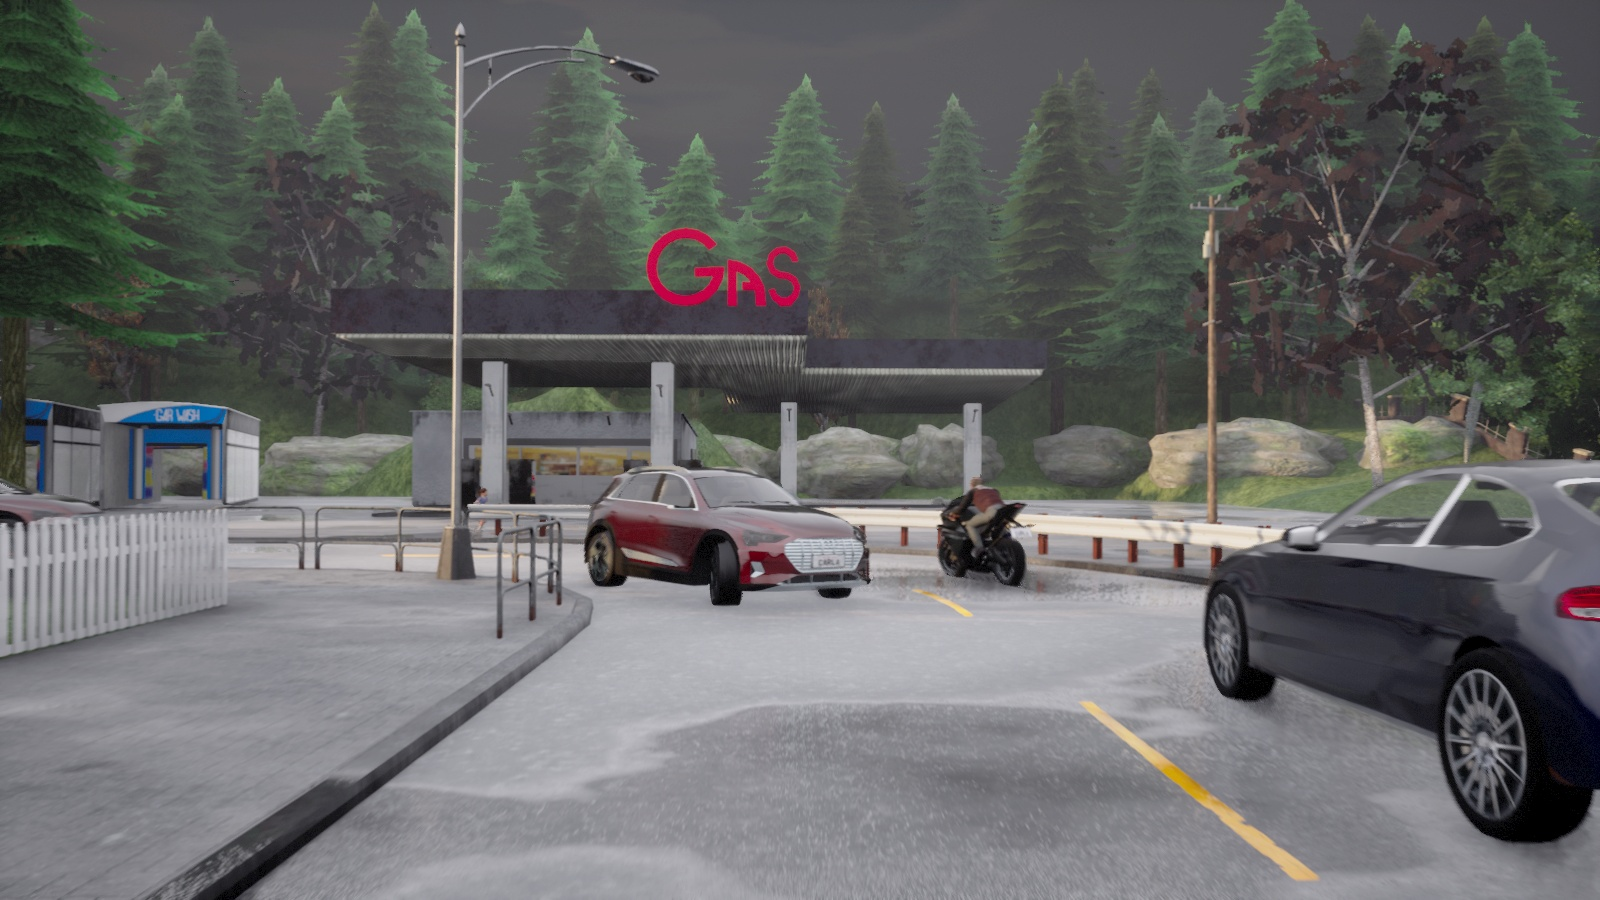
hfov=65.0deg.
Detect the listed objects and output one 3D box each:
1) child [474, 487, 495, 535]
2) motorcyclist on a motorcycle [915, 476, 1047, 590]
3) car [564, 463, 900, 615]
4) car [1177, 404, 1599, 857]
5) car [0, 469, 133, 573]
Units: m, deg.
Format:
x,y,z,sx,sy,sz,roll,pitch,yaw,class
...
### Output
x,y,z,sx,sy,sz,roll,pitch,yaw,class
-7.433,1.430,29.595,0.394,1.110,0.255,0,-1,15,child
2.576,1.146,18.190,0.866,1.530,2.191,-1,-1,-23,motorcyclist on a motorcycle
-1.061,1.022,16.242,2.033,1.649,4.856,1,-2,-36,car
3.979,0.696,7.105,2.152,1.651,5.027,0,-1,0,car
-14.057,1.151,20.883,4.856,1.649,2.033,0,-1,0,car
